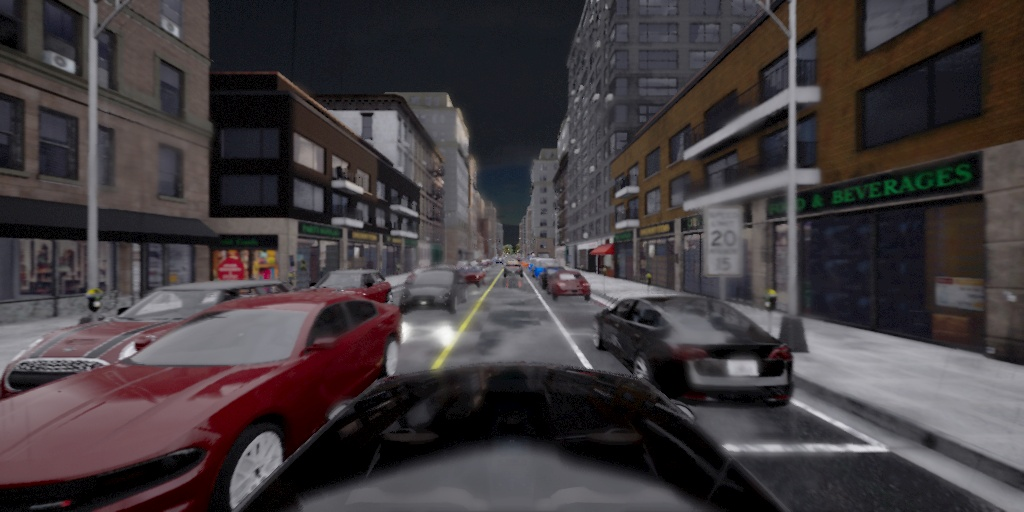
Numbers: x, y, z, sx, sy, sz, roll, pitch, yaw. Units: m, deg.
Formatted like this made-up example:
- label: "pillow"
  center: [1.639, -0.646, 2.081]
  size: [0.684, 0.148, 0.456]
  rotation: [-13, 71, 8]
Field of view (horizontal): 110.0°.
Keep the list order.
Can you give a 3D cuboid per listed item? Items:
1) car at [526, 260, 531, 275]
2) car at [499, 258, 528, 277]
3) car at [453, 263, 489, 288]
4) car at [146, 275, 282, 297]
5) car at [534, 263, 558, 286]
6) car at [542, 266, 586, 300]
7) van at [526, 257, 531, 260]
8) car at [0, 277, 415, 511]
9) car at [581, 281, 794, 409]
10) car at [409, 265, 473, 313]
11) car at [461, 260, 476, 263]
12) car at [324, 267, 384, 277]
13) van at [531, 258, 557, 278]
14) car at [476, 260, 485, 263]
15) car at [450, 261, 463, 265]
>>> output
- label: "car"
  center: [2.656, 1.313, 33.727]
  size: [2.007, 1.370, 4.403]
  rotation: [0, 0, 0]
- label: "car"
  center: [0.124, 1.255, 35.143]
  size: [2.128, 1.511, 4.902]
  rotation: [0, 0, 0]
- label: "car"
  center: [-2.824, 1.354, 24.085]
  size: [1.895, 1.301, 4.718]
  rotation: [0, 0, 0]
- label: "car"
  center: [-5.386, 1.187, 6.179]
  size: [1.967, 1.591, 4.097]
  rotation: [0, 0, 0]
- label: "car"
  center: [2.649, 1.320, 22.706]
  size: [1.948, 1.339, 4.313]
  rotation: [0, 0, 0]
- label: "car"
  center: [2.646, 1.334, 17.195]
  size: [1.802, 1.307, 4.207]
  rotation: [0, 0, 0]
- label: "van"
  center: [2.660, 1.109, 39.237]
  size: [1.690, 1.789, 3.998]
  rotation: [0, 0, 0]
- label: "car"
  center: [-2.849, 1.227, 4.348]
  size: [1.882, 1.535, 5.008]
  rotation: [0, 0, 0]
- label: "car"
  center: [2.639, 1.317, 6.173]
  size: [1.948, 1.339, 4.313]
  rotation: [0, 0, 0]
- label: "car"
  center: [-2.840, 1.254, 13.945]
  size: [1.837, 1.490, 4.892]
  rotation: [0, 0, 0]
- label: "car"
  center: [-5.365, 1.205, 39.242]
  size: [1.967, 1.591, 4.097]
  rotation: [0, 0, 0]
- label: "car"
  center: [-5.382, 1.188, 11.689]
  size: [1.967, 1.591, 4.097]
  rotation: [0, 0, 0]
- label: "van"
  center: [2.653, 1.099, 28.216]
  size: [1.690, 1.789, 3.998]
  rotation: [0, 0, 0]
- label: "car"
  center: [-5.358, 1.329, 50.264]
  size: [2.007, 1.370, 4.403]
  rotation: [0, 0, 0]
- label: "car"
  center: [-5.372, 1.305, 28.221]
  size: [2.007, 1.370, 4.403]
  rotation: [0, 0, 0]
